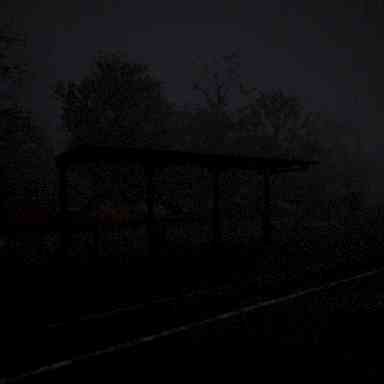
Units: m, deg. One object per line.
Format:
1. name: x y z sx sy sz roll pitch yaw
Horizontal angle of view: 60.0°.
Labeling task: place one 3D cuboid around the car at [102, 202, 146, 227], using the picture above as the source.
1. car: -5.433 1.447 22.826 2.097 1.535 5.008 0 0 -36

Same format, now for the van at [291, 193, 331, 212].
1. van: 12.690 1.130 35.650 1.878 1.987 4.442 0 0 -36

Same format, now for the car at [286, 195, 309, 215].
1. car: 8.216 1.374 32.365 1.946 1.575 5.366 0 0 -36

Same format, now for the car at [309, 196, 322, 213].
1. car: 10.350 1.396 34.156 2.163 1.488 4.792 0 0 -36

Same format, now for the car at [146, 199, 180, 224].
1. car: -3.177 1.475 24.443 2.002 1.452 4.674 0 0 -36

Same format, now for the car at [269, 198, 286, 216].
1. car: 5.834 1.418 30.926 2.163 1.488 4.792 0 0 -36

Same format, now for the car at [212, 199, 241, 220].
1. car: 1.334 1.411 27.679 2.097 1.535 5.008 0 0 -36

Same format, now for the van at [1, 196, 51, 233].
1. van: -10.020 1.247 19.695 1.878 1.987 4.442 0 0 -36

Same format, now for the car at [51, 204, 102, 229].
1. car: -7.693 1.500 21.212 2.002 1.452 4.674 0 0 -36

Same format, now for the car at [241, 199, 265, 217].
1. car: 3.598 1.401 29.284 2.231 1.521 4.892 0 0 -36

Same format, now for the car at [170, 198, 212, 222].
1. car: -0.940 1.298 26.085 2.185 1.767 4.553 0 0 -36
